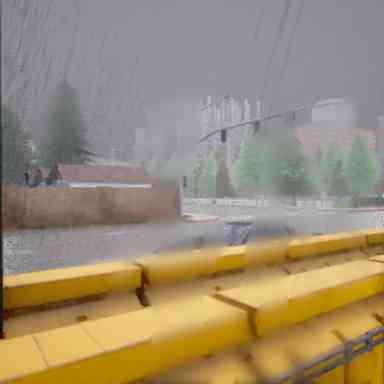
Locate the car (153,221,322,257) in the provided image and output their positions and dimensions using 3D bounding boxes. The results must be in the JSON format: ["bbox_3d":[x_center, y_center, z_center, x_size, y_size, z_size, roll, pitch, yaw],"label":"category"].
[{"bbox_3d":[1.546,1.545,9.337,5.357,1.411,2.033,0,0,-35],"label":"car"}]
